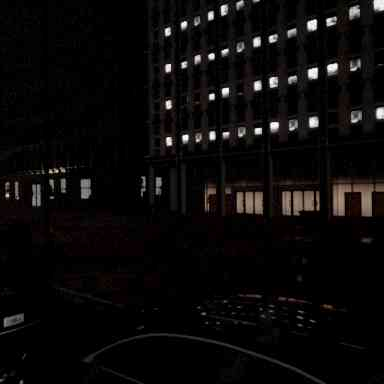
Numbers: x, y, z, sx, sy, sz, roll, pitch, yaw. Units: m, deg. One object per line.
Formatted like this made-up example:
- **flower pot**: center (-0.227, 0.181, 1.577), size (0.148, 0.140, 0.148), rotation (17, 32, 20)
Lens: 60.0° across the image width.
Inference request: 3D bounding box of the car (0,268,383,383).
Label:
- **car**: center (0.291, 1.551, 2.678), size (4.403, 1.369, 2.008), rotation (0, -1, 35)

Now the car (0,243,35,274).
- **car**: center (-4.247, 1.551, 5.903), size (4.403, 1.369, 2.008), rotation (0, -1, 35)
